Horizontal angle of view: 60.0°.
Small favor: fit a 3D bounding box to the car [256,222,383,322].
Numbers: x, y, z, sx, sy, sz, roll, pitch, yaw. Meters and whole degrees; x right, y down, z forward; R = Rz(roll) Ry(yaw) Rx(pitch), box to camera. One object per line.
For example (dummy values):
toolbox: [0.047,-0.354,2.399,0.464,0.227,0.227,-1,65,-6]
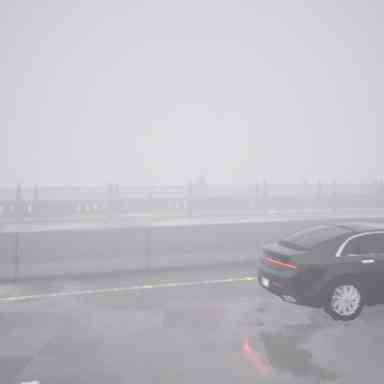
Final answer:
car: [3.729,1.386,6.670,4.892,1.490,1.837,-1,0,-11]
